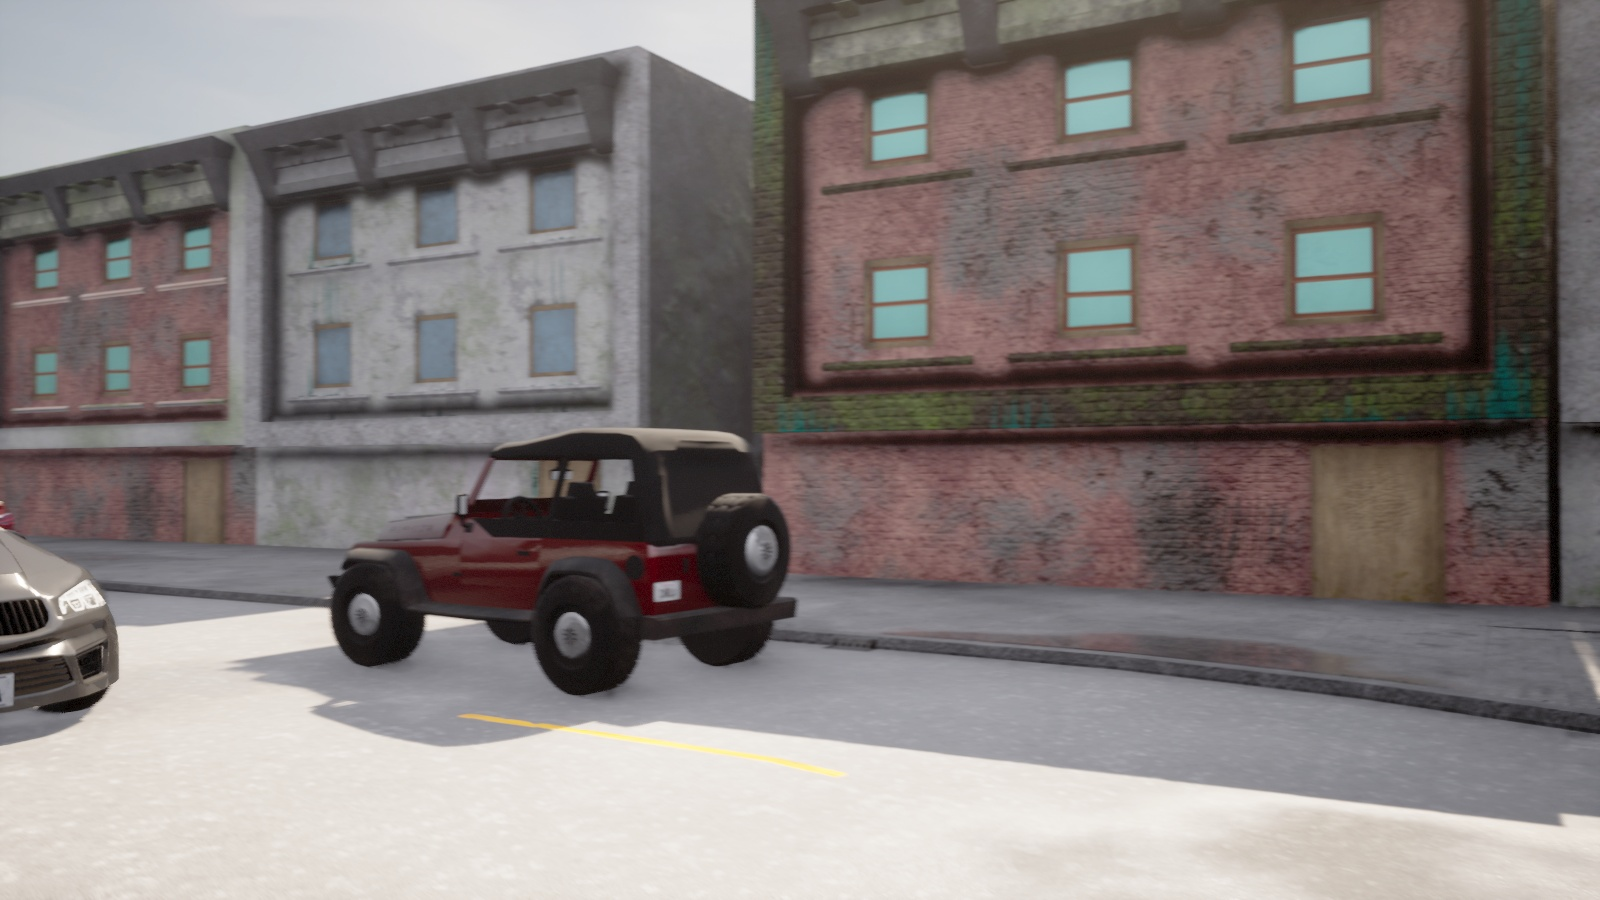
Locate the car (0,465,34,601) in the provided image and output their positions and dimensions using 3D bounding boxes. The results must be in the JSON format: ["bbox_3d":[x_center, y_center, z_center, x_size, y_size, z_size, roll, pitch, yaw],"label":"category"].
[{"bbox_3d":[-12.149,1.051,15.879,4.611,1.667,2.242,-1,-1,29],"label":"car"}]

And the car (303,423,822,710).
[{"bbox_3d":[-1.971,0.803,10.088,3.866,1.878,1.905,-1,-1,34],"label":"car"}]

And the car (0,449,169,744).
[{"bbox_3d":[-6.578,0.864,8.152,4.611,1.667,2.242,-1,-1,29],"label":"car"}]
